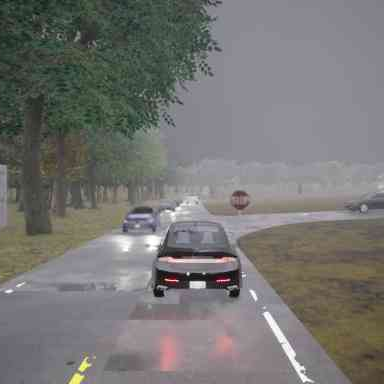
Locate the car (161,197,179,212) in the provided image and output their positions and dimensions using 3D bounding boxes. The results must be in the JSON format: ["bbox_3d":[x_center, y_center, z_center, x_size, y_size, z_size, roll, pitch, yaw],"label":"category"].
[{"bbox_3d":[-2.855,1.525,38.711,1.837,1.490,4.892,0,0,0],"label":"car"}]

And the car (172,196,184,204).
[{"bbox_3d":[-2.793,1.613,66.151,2.033,1.411,5.357,0,0,0],"label":"car"}]

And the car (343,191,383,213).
[{"bbox_3d":[14.204,0.722,25.522,4.892,1.490,1.837,-3,1,1],"label":"car"}]

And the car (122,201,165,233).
[{"bbox_3d":[-2.881,1.520,19.794,1.812,1.442,4.674,-1,0,0],"label":"car"}]

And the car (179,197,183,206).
[{"bbox_3d":[-2.838,1.641,51.804,1.895,1.301,4.718,0,0,0],"label":"car"}]

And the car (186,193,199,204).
[{"bbox_3d":[0.086,1.279,64.864,2.150,2.045,5.566,0,-1,0],"label":"car"}]

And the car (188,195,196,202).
[{"bbox_3d":[-0.018,1.554,80.391,1.882,1.535,5.008,0,0,0],"label":"car"}]

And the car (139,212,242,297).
[{"bbox_3d":[0.093,1.490,8.534,2.128,1.511,4.902,0,0,0],"label":"car"}]
